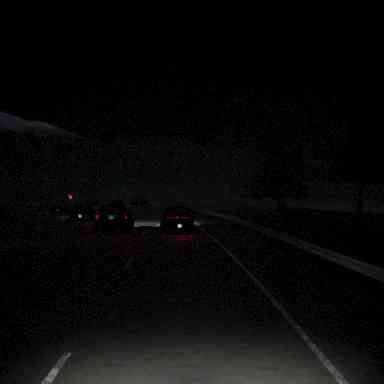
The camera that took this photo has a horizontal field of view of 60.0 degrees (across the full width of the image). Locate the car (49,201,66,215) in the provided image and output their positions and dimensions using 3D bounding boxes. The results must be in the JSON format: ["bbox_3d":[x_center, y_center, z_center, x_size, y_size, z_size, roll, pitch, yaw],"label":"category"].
[{"bbox_3d":[-15.007,1.766,37.923,1.812,1.442,4.674,0,0,-15],"label":"car"}]

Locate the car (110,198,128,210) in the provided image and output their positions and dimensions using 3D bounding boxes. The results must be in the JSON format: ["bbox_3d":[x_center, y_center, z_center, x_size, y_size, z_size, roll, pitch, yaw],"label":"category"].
[{"bbox_3d":[-10.856,1.703,49.022,2.128,1.511,4.902,0,0,-18],"label":"car"}]

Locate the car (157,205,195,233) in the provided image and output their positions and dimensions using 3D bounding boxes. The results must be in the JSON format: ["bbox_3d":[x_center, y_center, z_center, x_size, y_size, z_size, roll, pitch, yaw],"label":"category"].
[{"bbox_3d":[-0.988,1.553,20.278,1.837,1.490,4.892,0,0,-8],"label":"car"}]

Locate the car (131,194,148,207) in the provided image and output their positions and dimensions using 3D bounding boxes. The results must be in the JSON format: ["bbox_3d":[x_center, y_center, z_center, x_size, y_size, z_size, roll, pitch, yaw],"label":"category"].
[{"bbox_3d":[-8.588,1.415,53.756,2.150,2.045,5.566,0,0,-20],"label":"car"}]

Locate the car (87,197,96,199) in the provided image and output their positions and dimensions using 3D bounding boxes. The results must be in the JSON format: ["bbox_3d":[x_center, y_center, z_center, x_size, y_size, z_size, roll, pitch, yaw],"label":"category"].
[{"bbox_3d":[-16.316,1.635,53.939,2.097,1.767,4.553,-1,0,-20],"label":"car"}]

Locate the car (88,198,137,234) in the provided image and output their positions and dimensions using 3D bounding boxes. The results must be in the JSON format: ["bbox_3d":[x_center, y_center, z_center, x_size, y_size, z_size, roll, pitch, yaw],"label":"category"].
[{"bbox_3d":[-4.680,1.441,20.319,2.097,1.767,4.553,-1,0,-7],"label":"car"}]

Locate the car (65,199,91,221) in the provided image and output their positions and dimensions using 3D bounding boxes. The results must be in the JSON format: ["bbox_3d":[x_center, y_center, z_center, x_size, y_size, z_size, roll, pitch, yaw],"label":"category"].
[{"bbox_3d":[-9.474,1.667,29.112,1.837,1.490,4.892,0,0,-11],"label":"car"}]
